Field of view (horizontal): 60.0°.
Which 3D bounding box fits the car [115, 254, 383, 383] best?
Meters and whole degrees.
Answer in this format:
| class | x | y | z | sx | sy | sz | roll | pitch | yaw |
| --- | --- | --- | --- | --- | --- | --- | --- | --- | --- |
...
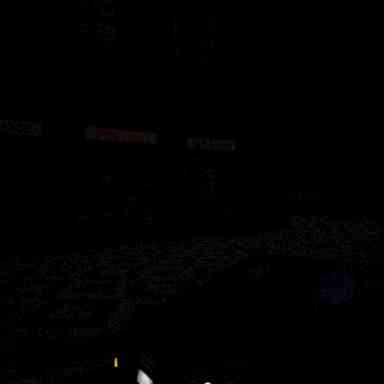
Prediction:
| class | x | y | z | sx | sy | sz | roll | pitch | yaw |
| --- | --- | --- | --- | --- | --- | --- | --- | --- | --- |
| car | 1.188 | 1.563 | 4.223 | 4.181 | 1.385 | 1.994 | 0 | 0 | -35 |
